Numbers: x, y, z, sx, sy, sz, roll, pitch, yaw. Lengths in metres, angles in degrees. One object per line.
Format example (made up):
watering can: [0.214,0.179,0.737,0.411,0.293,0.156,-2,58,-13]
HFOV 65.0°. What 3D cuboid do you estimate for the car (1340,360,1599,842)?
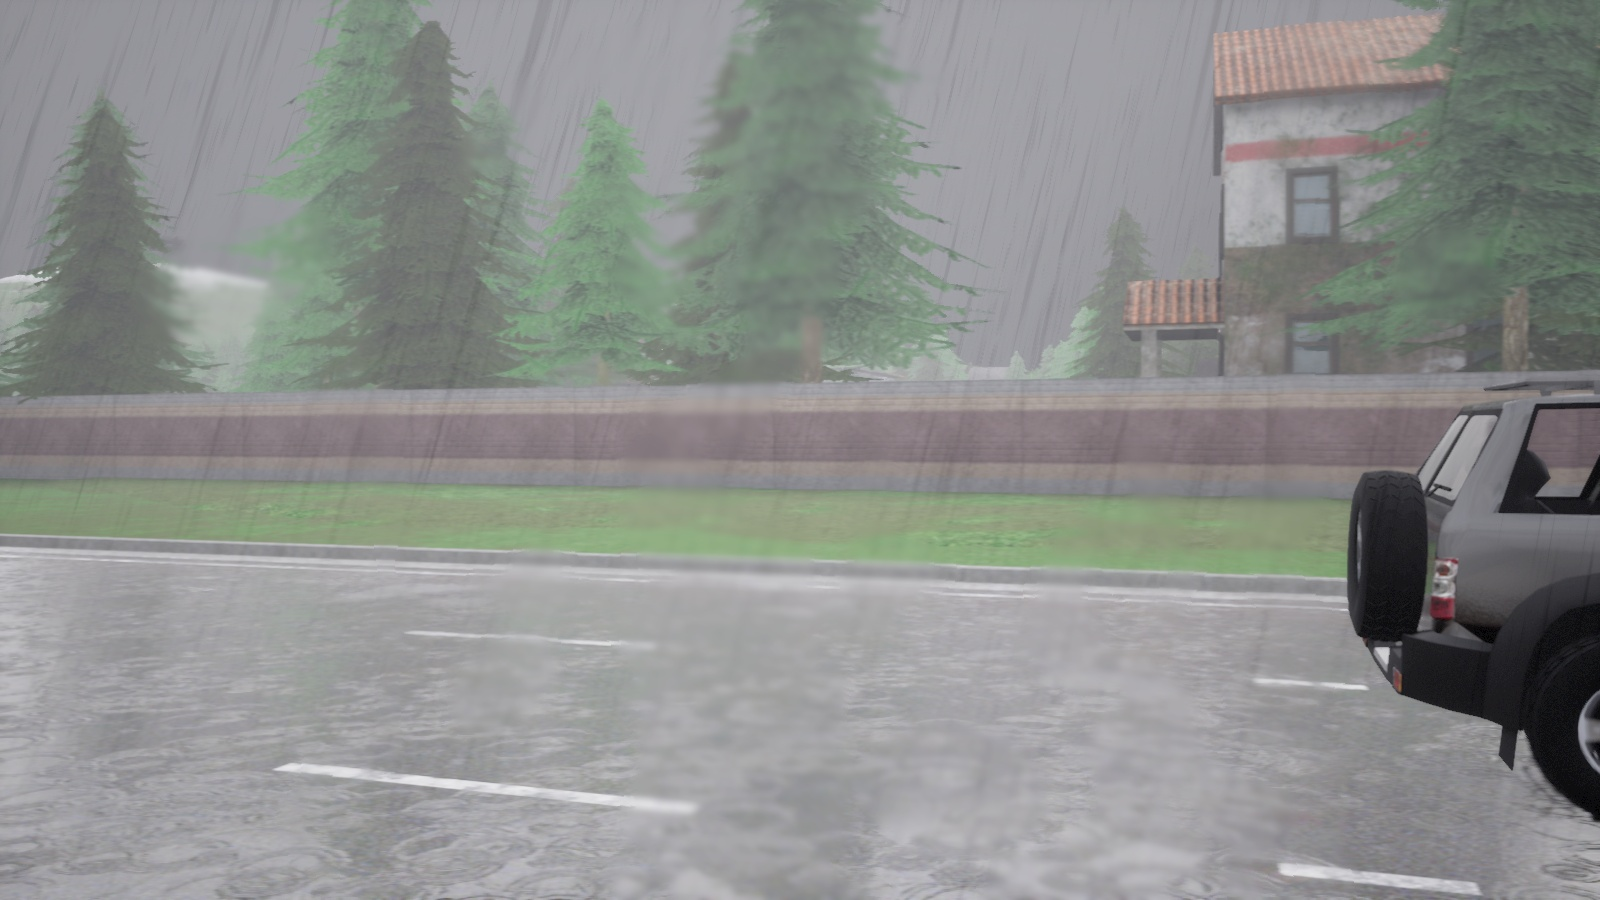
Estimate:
car: [4.847,0.582,5.252,4.605,1.855,1.932,0,1,19]
